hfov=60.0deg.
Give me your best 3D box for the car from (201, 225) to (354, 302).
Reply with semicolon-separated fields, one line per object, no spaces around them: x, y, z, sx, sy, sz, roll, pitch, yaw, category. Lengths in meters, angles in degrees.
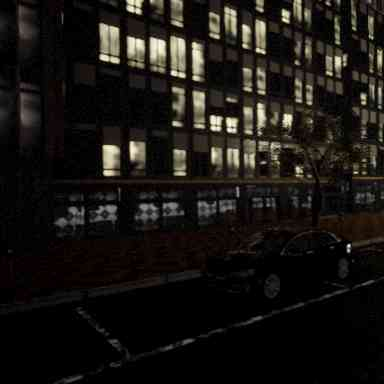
2.234;1.540;8.127;4.403;1.369;2.008;-1;-1;-35;car
